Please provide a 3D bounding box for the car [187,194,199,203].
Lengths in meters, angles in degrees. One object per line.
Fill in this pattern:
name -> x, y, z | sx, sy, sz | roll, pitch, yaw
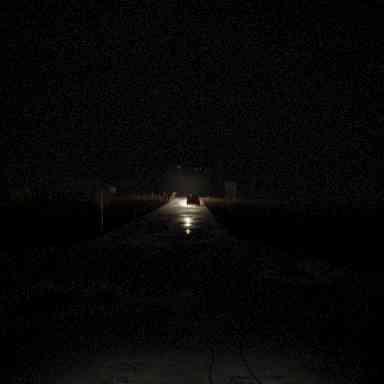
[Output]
car -> 0.224, 1.233, 62.872 | 2.128, 1.511, 4.902 | 0, 1, 0

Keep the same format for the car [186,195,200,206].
car -> 0.187, 1.222, 52.807 | 2.097, 1.767, 4.553 | 0, 1, 0
